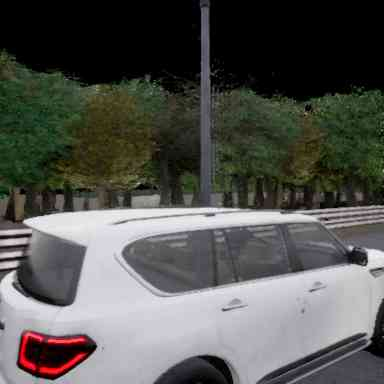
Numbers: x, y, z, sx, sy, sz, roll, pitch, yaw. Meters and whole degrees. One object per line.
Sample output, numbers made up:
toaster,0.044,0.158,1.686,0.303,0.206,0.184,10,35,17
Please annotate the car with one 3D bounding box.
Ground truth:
car,0.631,1.197,4.249,5.566,2.045,2.150,-1,0,-35
